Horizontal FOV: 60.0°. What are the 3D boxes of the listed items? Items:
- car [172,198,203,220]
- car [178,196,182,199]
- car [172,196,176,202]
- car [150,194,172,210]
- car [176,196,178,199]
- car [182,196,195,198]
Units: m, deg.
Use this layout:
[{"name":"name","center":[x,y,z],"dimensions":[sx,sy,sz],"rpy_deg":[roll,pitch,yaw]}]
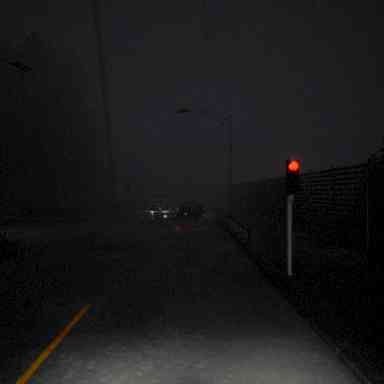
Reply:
[{"name":"car","center":[-0.156,1.525,28.349],"dimensions":[1.812,1.442,4.674],"rpy_deg":[1,0,8]},{"name":"car","center":[-4.298,1.540,77.345],"dimensions":[5.357,1.411,2.033],"rpy_deg":[0,0,40]},{"name":"car","center":[-4.249,1.352,53.786],"dimensions":[2.097,1.767,4.553],"rpy_deg":[0,0,0]},{"name":"car","center":[-4.231,1.221,43.935],"dimensions":[2.150,2.045,5.566],"rpy_deg":[0,0,0]},{"name":"car","center":[-4.226,1.525,63.979],"dimensions":[1.812,1.442,4.674],"rpy_deg":[0,0,0]},{"name":"car","center":[-0.348,1.505,67.859],"dimensions":[1.837,1.490,4.892],"rpy_deg":[0,0,-5]}]
